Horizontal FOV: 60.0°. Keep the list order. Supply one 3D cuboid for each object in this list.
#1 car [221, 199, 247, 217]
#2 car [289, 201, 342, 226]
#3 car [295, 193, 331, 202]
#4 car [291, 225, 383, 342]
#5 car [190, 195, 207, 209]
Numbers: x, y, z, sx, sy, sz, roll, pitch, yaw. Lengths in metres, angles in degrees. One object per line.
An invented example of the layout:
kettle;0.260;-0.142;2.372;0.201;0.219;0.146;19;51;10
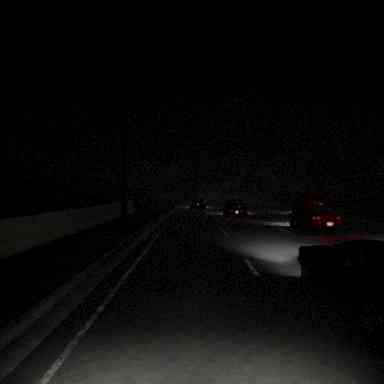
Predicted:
car;3.807;1.423;30.090;1.837;1.490;4.892;0;0;2
car;7.116;1.473;19.434;1.812;1.442;4.674;0;0;0
car;10.791;1.139;30.200;2.150;2.045;5.566;0;0;1
car;3.600;1.583;6.369;1.895;1.301;4.718;0;0;0
car;0.799;1.449;42.095;1.994;1.385;4.181;0;0;3
